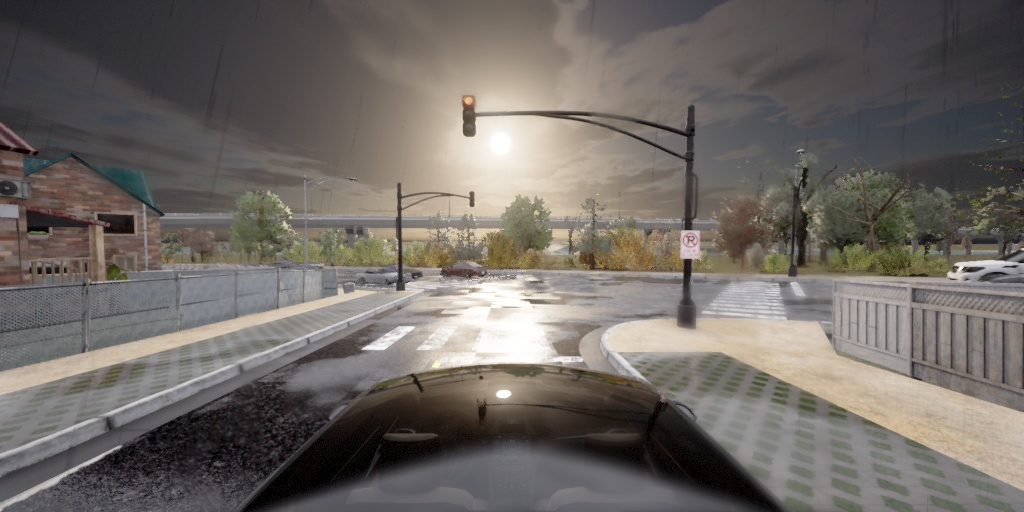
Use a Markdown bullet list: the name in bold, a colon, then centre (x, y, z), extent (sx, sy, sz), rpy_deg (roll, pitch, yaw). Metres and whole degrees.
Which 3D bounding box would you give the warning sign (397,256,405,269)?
- **warning sign**: centre (-14.327, 0.719, 46.220), extent (1.060, 1.860, 1.300), rpy_deg (0, 0, 36)

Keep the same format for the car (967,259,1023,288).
- **car**: centre (21.031, 0.993, 13.178), extent (4.892, 1.490, 1.837), rpy_deg (-1, 2, 36)

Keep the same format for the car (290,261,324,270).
- **car**: centre (-23.425, 1.521, 41.134), extent (4.181, 1.385, 1.994), rpy_deg (0, 2, 36)

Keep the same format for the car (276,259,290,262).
- **car**: centre (-32.170, 1.427, 51.653), extent (4.902, 1.511, 2.128), rpy_deg (-1, 2, 36)

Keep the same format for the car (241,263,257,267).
- **car**: centre (-38.131, 1.696, 51.907), extent (4.181, 1.385, 1.994), rpy_deg (-1, 2, 36)

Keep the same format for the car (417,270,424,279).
- **car**: centre (-10.163, 1.396, 31.519), extent (5.357, 1.411, 2.033), rpy_deg (0, 2, 36)

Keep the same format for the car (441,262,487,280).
- **car**: centre (-4.251, 1.224, 31.482), extent (4.674, 1.442, 1.812), rpy_deg (0, 1, 39)

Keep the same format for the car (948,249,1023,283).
- **car**: centre (23.304, 0.595, 15.530), extent (5.566, 2.045, 2.150), rpy_deg (-1, 2, 36)

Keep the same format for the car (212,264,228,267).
- **car**: centre (-40.038, 1.765, 49.275), extent (4.674, 1.442, 1.812), rpy_deg (-1, 2, 36)

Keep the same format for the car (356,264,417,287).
- **car**: centre (-9.717, 1.541, 27.189), extent (4.718, 1.301, 1.895), rpy_deg (0, 2, 36)

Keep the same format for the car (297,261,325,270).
- **car**: centre (-30.623, 1.429, 54.489), extent (4.718, 1.301, 1.895), rpy_deg (-1, 2, 36)

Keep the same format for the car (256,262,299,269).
- **car**: centre (-25.079, 1.631, 38.320), extent (4.181, 1.385, 1.994), rpy_deg (0, 2, 36)
